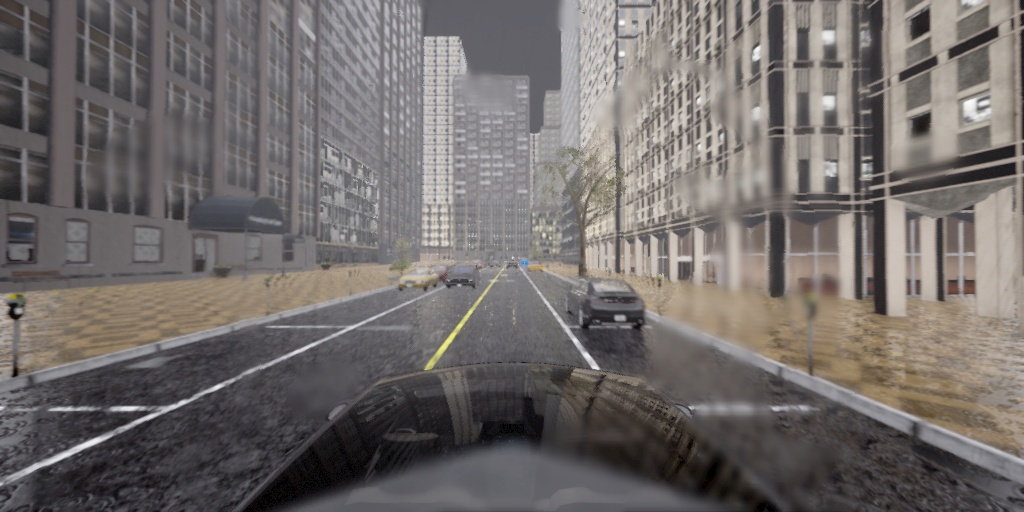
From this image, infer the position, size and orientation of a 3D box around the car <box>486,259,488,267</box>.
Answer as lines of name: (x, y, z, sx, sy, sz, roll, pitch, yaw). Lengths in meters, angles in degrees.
car: (-5.655, 1.448, 61.905, 1.802, 1.307, 4.207, 0, 0, 0)

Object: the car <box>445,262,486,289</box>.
car: (-3.087, 1.342, 23.676, 2.033, 1.411, 5.357, 0, 0, 0)

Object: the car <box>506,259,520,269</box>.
car: (0.033, 1.366, 59.904, 1.837, 1.490, 4.892, 0, 0, 0)

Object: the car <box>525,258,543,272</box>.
car: (3.025, 1.294, 46.782, 1.801, 1.575, 5.366, 0, 0, 0)

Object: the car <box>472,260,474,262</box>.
car: (-5.668, 1.391, 39.334, 1.948, 1.339, 4.313, 0, 0, 0)

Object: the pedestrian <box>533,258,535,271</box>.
pedestrian: (3.027, 1.137, 49.782, 0.375, 1.860, 0.375, 1, -1, 0)

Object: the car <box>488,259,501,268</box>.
car: (-2.971, 1.439, 64.712, 2.033, 1.411, 5.357, 0, 0, 0)

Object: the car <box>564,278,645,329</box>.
car: (2.697, 1.320, 11.126, 2.007, 1.370, 4.403, 0, 0, 0)

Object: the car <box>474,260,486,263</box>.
car: (-5.658, 1.295, 56.262, 1.967, 1.591, 4.097, 0, 0, 0)

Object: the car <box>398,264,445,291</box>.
car: (-5.678, 1.318, 22.236, 1.751, 1.417, 4.829, 0, 0, 0)
